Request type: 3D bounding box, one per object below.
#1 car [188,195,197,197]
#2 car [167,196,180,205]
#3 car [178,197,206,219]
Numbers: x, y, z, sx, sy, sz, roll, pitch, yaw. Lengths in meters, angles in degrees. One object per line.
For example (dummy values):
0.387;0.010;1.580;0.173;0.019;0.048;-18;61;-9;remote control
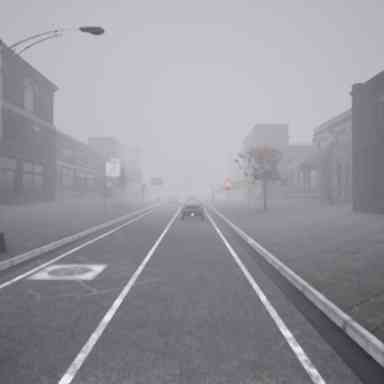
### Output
0.007;1.274;50.937;2.033;1.649;4.856;0;0;0;car
-3.053;1.372;56.043;1.837;1.490;4.892;0;0;1;car
0.071;1.428;27.830;1.837;1.490;4.892;0;1;0;car
